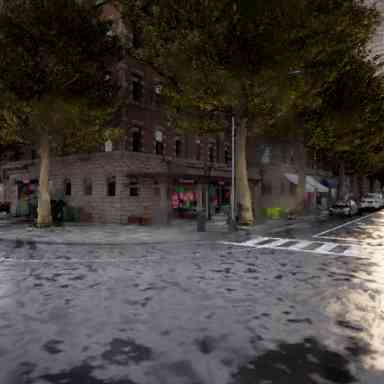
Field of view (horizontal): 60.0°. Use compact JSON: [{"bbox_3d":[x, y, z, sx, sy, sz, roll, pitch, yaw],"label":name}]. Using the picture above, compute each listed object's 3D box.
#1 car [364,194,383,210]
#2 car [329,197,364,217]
[{"bbox_3d":[23.355,1.229,42.974,2.435,2.045,5.566,0,0,36],"label":"car"},{"bbox_3d":[14.494,1.481,31.651,2.231,1.521,4.892,0,0,36],"label":"car"}]
